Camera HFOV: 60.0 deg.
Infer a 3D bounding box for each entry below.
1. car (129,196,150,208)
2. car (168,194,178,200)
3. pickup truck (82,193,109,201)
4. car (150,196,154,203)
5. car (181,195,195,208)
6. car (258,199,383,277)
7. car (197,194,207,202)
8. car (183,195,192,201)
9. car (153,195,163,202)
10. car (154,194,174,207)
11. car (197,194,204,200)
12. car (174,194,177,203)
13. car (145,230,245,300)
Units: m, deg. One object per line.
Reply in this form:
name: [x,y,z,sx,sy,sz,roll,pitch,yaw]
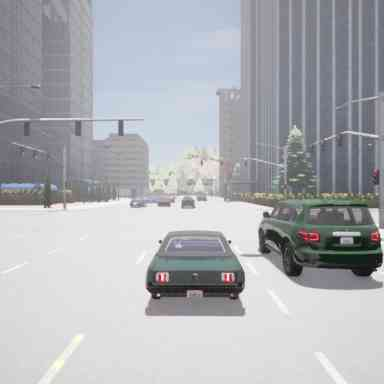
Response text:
car: [-7.753,1.489,47.755,2.128,1.511,4.902,0,0,-1]
car: [-4.653,1.282,82.714,2.128,1.511,4.902,0,0,-1]
pickup truck: [-21.147,1.056,73.429,2.390,2.098,6.274,0,0,30]
car: [-7.941,1.522,64.675,1.812,1.442,4.674,0,0,0]
car: [-0.572,1.503,48.718,1.837,1.490,4.892,0,0,-1]
car: [3.589,1.221,10.395,2.150,2.045,5.566,0,0,0]
car: [2.402,1.345,78.831,2.097,1.767,4.553,0,0,-1]
car: [-1.162,1.536,83.411,2.033,1.411,5.357,0,0,-1]
car: [-8.111,1.505,79.694,2.128,1.511,4.902,0,0,-1]
car: [-4.301,1.475,51.838,1.882,1.535,5.008,0,0,-1]
car: [2.259,1.383,89.111,1.882,1.535,5.008,0,0,-1]
car: [-4.448,1.598,67.622,1.895,1.301,4.718,0,0,-1]
car: [0.077,1.601,8.367,1.895,1.301,4.718,0,0,0]
